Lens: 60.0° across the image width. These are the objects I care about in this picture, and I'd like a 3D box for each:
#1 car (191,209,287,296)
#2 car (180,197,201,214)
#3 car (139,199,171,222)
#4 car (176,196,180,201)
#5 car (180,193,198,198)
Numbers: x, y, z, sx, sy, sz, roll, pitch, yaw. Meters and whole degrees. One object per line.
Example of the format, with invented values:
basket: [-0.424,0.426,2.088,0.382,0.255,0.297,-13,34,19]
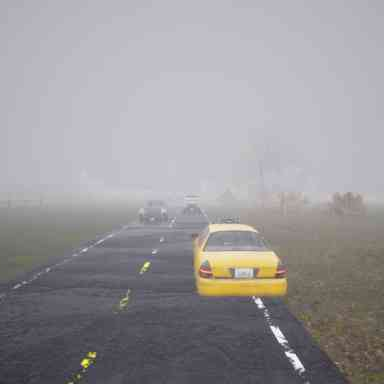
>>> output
car: [0.943,1.454,8.634,1.801,1.575,5.366,0,0,0]
car: [-0.009,1.518,34.900,1.812,1.442,4.674,0,0,0]
car: [-2.813,1.346,25.851,2.097,1.767,4.553,0,0,0]
car: [-2.957,1.603,82.752,1.895,1.301,4.718,0,0,0]
car: [-0.086,1.212,45.226,2.150,2.045,5.566,0,0,0]
